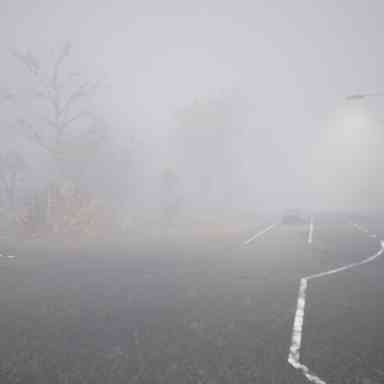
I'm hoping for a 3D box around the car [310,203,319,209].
[{"bbox_3d":[30.642,3.498,82.938,1.895,1.301,4.718,-4,-3,24],"label":"car"}]

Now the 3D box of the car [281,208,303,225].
[{"bbox_3d":[10.163,2.405,33.621,1.882,1.535,5.008,-4,-3,20],"label":"car"}]
